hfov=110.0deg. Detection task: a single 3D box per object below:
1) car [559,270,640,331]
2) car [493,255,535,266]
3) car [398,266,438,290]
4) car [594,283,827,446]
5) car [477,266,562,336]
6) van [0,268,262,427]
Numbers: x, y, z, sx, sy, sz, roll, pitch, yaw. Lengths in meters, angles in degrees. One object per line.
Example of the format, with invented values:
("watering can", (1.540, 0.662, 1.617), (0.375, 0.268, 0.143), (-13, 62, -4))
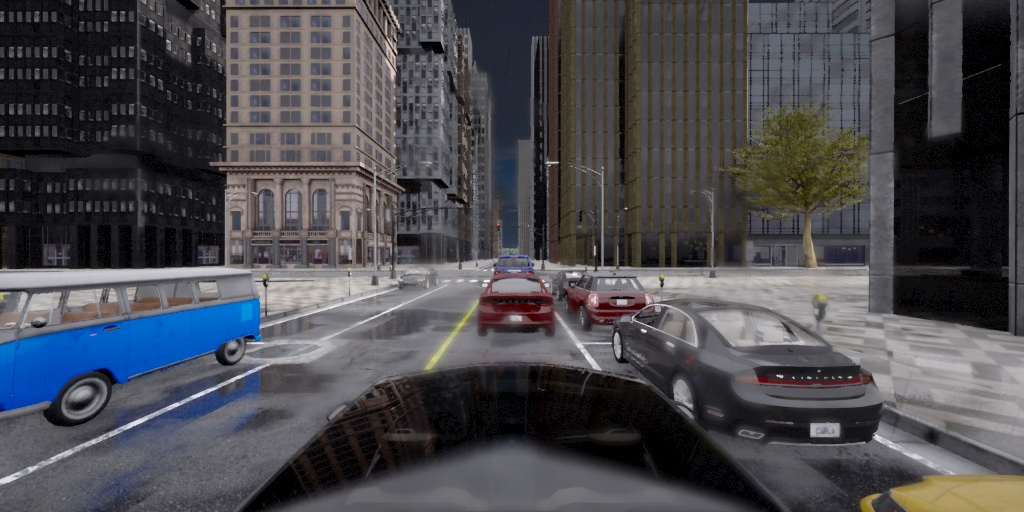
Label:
("car", (2.781, 1.188, 10.989), (1.967, 1.591, 4.097), (0, 0, 0))
("car", (0.110, 0.967, 20.259), (2.150, 2.045, 5.566), (0, 0, 0))
("car", (-5.724, 1.296, 22.285), (2.007, 1.370, 4.403), (0, 0, 0))
("car", (2.770, 1.300, 5.347), (2.007, 1.370, 4.403), (0, 0, 0))
("car", (0.109, 1.226, 10.375), (1.882, 1.535, 5.008), (0, 0, 0))
("van", (-5.755, 1.090, 5.362), (1.690, 1.789, 3.998), (0, 0, 0))
